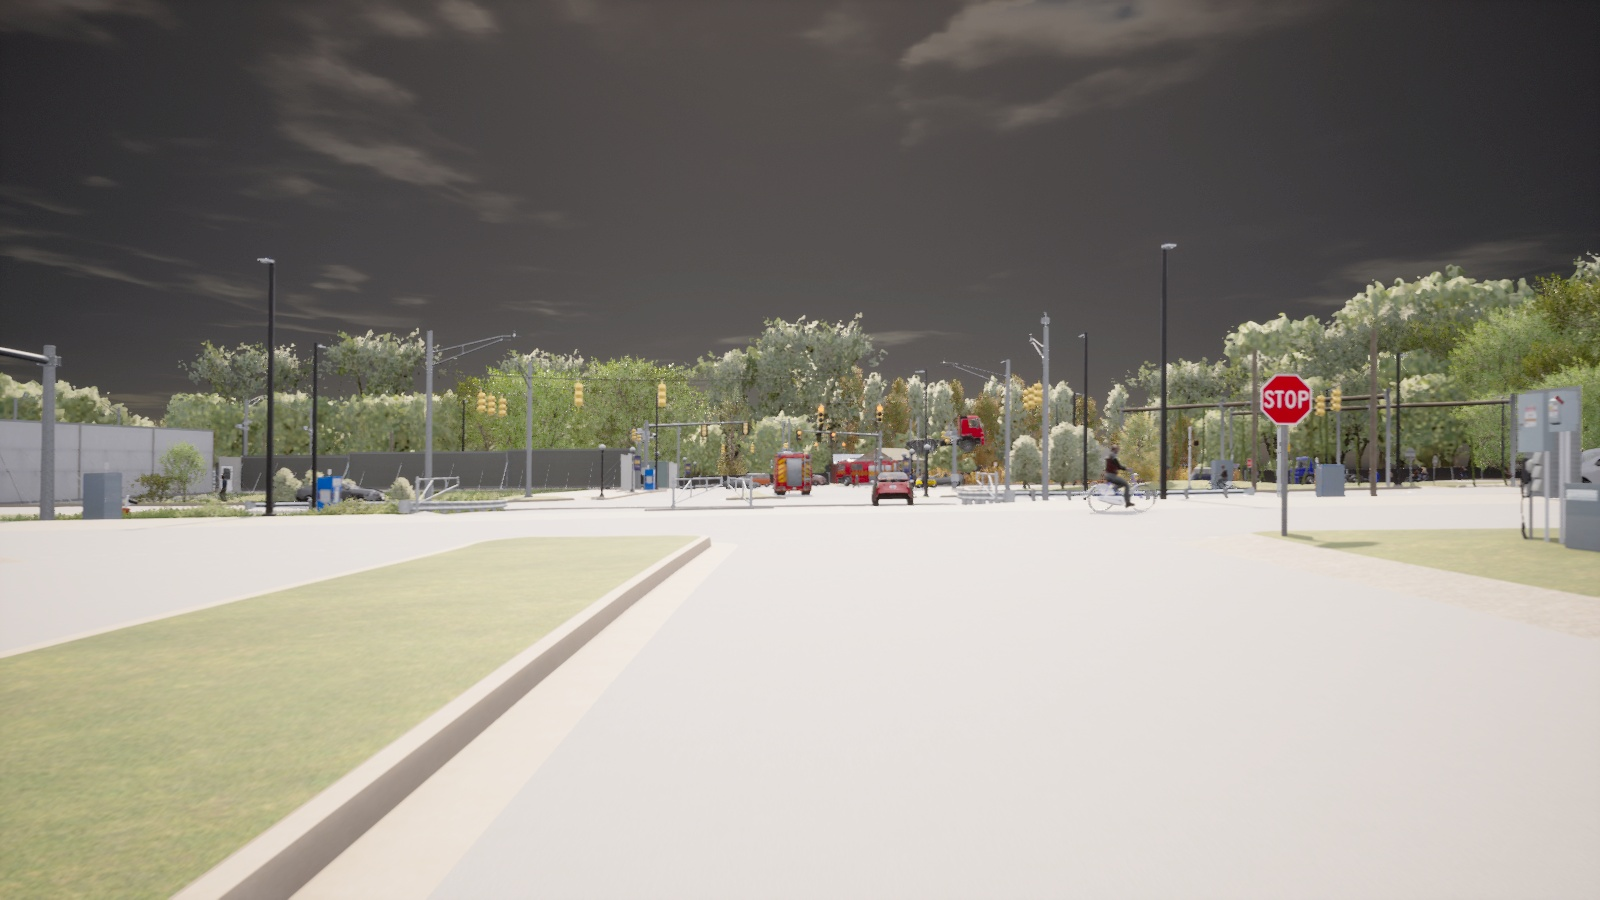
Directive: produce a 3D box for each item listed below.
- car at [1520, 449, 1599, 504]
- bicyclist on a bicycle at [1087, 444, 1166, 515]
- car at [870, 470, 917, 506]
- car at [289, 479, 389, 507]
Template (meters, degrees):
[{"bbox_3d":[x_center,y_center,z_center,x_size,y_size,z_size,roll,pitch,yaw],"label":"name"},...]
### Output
[{"bbox_3d":[23.022,0.731,36.029,3.633,1.501,1.845,-1,-1,1],"label":"car"},{"bbox_3d":[8.422,0.751,32.400,1.843,1.776,0.659,-1,0,-8],"label":"bicyclist on a bicycle"},{"bbox_3d":[4.218,1.699,56.835,2.007,1.525,4.514,-1,-1,4],"label":"car"},{"bbox_3d":[-26.124,2.442,71.320,4.902,1.511,2.128,0,-1,1],"label":"car"}]
